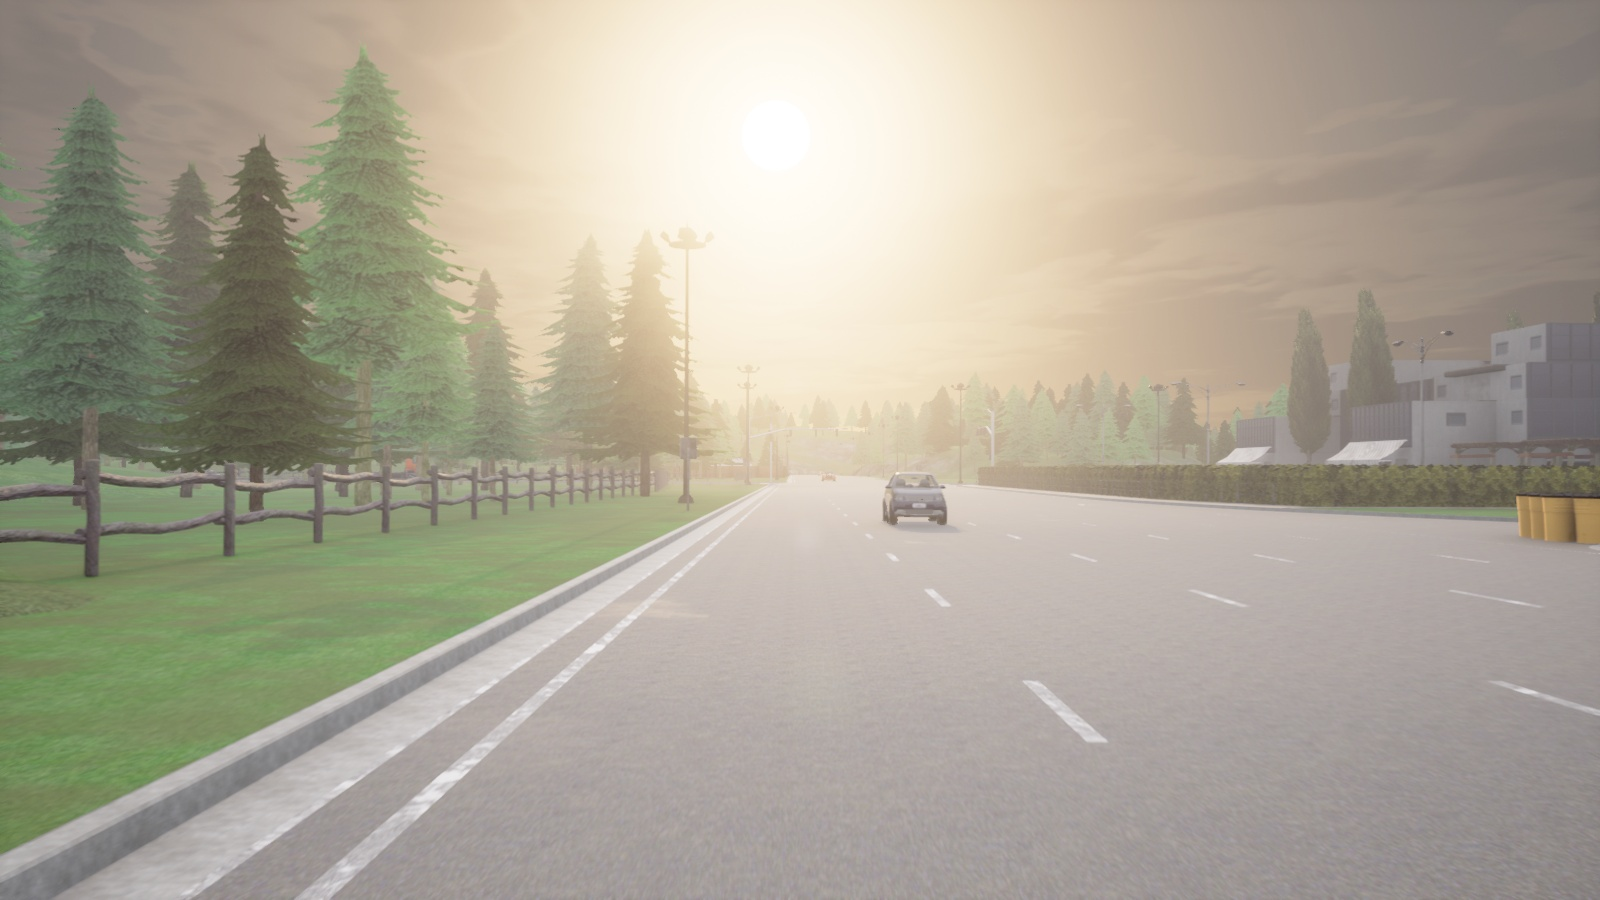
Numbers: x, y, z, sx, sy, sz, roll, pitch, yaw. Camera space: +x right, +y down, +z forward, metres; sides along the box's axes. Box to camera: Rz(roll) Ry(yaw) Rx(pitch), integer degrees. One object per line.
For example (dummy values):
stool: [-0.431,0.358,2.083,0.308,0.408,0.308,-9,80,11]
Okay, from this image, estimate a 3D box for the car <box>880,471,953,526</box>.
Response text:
car: [3.413,1.408,37.370,1.789,1.549,3.705,0,-1,0]
